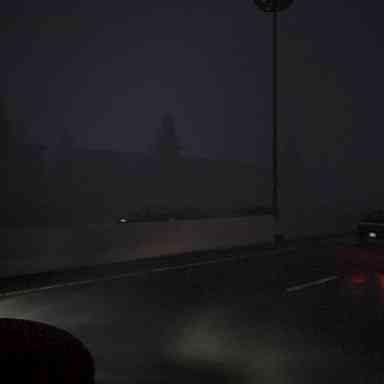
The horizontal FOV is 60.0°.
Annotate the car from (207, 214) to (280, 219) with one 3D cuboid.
[{"bbox_3d":[3.141,1.547,19.315,4.892,1.490,1.837,0,0,-36],"label":"car"}]

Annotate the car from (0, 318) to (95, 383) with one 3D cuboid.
[{"bbox_3d":[-3.035,1.484,1.728,5.008,1.535,1.882,0,0,-34],"label":"car"}]

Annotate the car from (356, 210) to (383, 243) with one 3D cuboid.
[{"bbox_3d":[9.258,1.520,14.877,4.902,1.511,2.128,0,0,-36],"label":"car"}]

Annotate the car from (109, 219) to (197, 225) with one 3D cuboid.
[{"bbox_3d":[-2.434,1.537,19.570,4.902,1.511,2.128,0,0,-36],"label":"car"}]
